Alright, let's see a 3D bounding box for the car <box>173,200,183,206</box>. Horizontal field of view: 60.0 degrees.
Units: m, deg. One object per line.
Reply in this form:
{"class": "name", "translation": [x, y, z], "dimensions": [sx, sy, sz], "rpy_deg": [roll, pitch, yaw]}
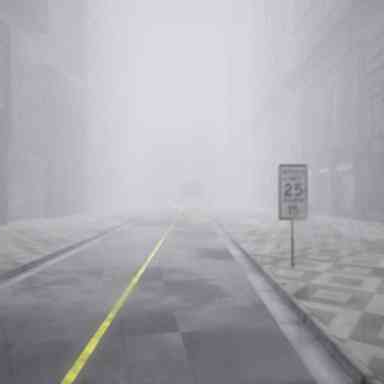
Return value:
{"class": "car", "translation": [-2.994, 2.339, 70.933], "dimensions": [1.895, 1.301, 4.718], "rpy_deg": [0, -1, 0]}

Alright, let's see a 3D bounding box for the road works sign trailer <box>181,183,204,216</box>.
{"class": "road works sign trailer", "translation": [0.007, 0.829, 36.911], "dimensions": [2.380, 3.560, 2.880], "rpy_deg": [0, -1, 0]}
